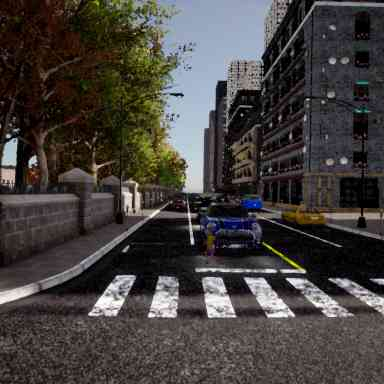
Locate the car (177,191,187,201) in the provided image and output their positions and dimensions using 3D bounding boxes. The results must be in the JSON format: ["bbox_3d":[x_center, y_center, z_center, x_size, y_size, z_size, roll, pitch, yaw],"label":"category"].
[{"bbox_3d":[-2.110,0.832,71.150,2.192,1.841,5.009,1,0,-1],"label":"car"}]

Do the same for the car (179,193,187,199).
[{"bbox_3d":[-2.394,0.997,87.765,1.947,1.339,4.313,1,0,-1],"label":"car"}]

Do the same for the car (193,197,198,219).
[{"bbox_3d":[1.266,1.353,23.595,1.812,1.442,4.674,1,0,-1],"label":"car"}]

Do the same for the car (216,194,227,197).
[{"bbox_3d":[4.082,1.107,46.709,2.097,1.767,4.553,1,0,0],"label":"car"}]

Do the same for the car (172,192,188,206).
[{"bbox_3d":[-1.739,0.952,48.999,2.192,1.841,5.009,1,0,-1],"label":"car"}]

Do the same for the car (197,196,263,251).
[{"bbox_3d":[1.439,1.238,13.553,2.097,1.767,4.553,1,0,-1],"label":"car"}]

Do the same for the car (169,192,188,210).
[{"bbox_3d":[-1.556,1.138,37.924,1.967,1.590,4.097,1,0,-1],"label":"car"}]

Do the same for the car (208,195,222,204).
[{"bbox_3d":[3.912,1.301,56.752,1.895,1.301,4.718,1,0,-1],"label":"car"}]

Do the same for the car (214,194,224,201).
[{"bbox_3d":[6.169,1.191,76.833,2.008,1.369,4.403,1,0,-1],"label":"car"}]

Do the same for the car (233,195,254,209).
[{"bbox_3d":[6.729,1.260,43.606,1.967,1.590,4.097,1,0,-1],"label":"car"}]

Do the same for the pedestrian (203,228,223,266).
[{"bbox_3d":[0.540,1.565,9.601,0.500,1.100,0.500,1,0,-1],"label":"pedestrian"}]

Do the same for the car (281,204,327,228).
[{"bbox_3d":[7.094,1.470,21.624,1.752,1.417,4.829,1,0,-1],"label":"car"}]

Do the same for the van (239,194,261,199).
[{"bbox_3d":[6.824,1.192,38.067,1.690,1.788,3.998,1,0,-1],"label":"van"}]
